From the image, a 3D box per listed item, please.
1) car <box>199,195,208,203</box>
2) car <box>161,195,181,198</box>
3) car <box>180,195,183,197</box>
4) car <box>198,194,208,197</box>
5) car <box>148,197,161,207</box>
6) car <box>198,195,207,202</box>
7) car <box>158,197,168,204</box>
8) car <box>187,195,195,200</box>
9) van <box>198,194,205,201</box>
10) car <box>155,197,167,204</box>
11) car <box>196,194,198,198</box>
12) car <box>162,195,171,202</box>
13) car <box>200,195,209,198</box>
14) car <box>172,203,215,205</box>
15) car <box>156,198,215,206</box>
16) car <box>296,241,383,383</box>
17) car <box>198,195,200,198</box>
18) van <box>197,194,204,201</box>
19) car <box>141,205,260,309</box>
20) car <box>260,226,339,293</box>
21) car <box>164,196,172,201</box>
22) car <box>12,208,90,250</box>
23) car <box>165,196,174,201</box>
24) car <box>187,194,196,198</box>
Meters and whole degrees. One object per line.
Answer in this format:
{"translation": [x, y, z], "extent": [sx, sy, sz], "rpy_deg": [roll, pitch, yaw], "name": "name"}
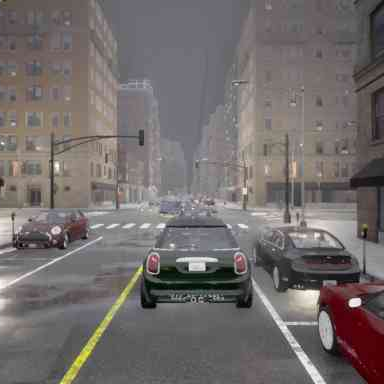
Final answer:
{"translation": [2.502, 1.539, 74.617], "extent": [1.967, 1.590, 4.097], "rpy_deg": [0, 0, 0], "name": "car"}
{"translation": [-3.085, 1.588, 50.206], "extent": [2.033, 1.411, 5.357], "rpy_deg": [0, 0, -1], "name": "car"}
{"translation": [-3.139, 1.660, 60.023], "extent": [1.895, 1.301, 4.718], "rpy_deg": [0, 0, 0], "name": "car"}
{"translation": [2.580, 1.594, 63.773], "extent": [1.752, 1.417, 4.829], "rpy_deg": [0, 0, 0], "name": "car"}
{"translation": [-5.865, 1.594, 52.531], "extent": [2.008, 1.369, 4.403], "rpy_deg": [0, 0, 0], "name": "car"}
{"translation": [2.463, 1.558, 80.123], "extent": [1.967, 1.590, 4.097], "rpy_deg": [0, 0, 0], "name": "car"}
{"translation": [-5.984, 1.664, 69.055], "extent": [1.802, 1.307, 4.206], "rpy_deg": [0, 0, 0], "name": "car"}
{"translation": [-0.280, 1.541, 90.067], "extent": [1.994, 1.385, 4.181], "rpy_deg": [0, 0, 0], "name": "car"}
{"translation": [2.424, 1.479, 85.632], "extent": [1.690, 1.788, 3.998], "rpy_deg": [0, 0, 0], "name": "van"}
{"translation": [-5.944, 1.612, 63.547], "extent": [1.887, 1.381, 4.507], "rpy_deg": [0, 0, 0], "name": "car"}
{"translation": [2.542, 1.398, 69.110], "extent": [2.192, 1.841, 5.009], "rpy_deg": [0, 0, 0], "name": "car"}
{"translation": [-6.062, 1.557, 80.071], "extent": [1.967, 1.590, 4.097], "rpy_deg": [0, 0, 0], "name": "car"}
{"translation": [2.660, 1.589, 52.589], "extent": [1.887, 1.381, 4.507], "rpy_deg": [0, 0, 0], "name": "car"}
{"translation": [0.133, 1.497, 15.361], "extent": [2.128, 1.511, 4.902], "rpy_deg": [0, 0, 0], "name": "car"}
{"translation": [-0.309, 1.535, 30.259], "extent": [5.357, 1.411, 2.033], "rpy_deg": [0, 0, 0], "name": "car"}
{"translation": [2.682, 1.545, 3.170], "extent": [1.887, 1.381, 4.507], "rpy_deg": [0, 0, 0], "name": "car"}
{"translation": [2.621, 1.621, 58.095], "extent": [1.947, 1.339, 4.313], "rpy_deg": [0, 0, 0], "name": "car"}
{"translation": [2.384, 1.502, 91.138], "extent": [1.690, 1.788, 3.998], "rpy_deg": [0, 0, 0], "name": "van"}
{"translation": [0.066, 1.354, 8.059], "extent": [2.097, 1.767, 4.553], "rpy_deg": [0, 0, -1], "name": "car"}
{"translation": [2.694, 1.553, 8.662], "extent": [2.008, 1.369, 4.403], "rpy_deg": [0, 0, 0], "name": "car"}
{"translation": [-6.102, 1.720, 85.579], "extent": [1.802, 1.307, 4.206], "rpy_deg": [0, 0, 0], "name": "car"}
{"translation": [-5.818, 1.445, 14.169], "extent": [1.967, 1.590, 4.097], "rpy_deg": [0, 0, 0], "name": "car"}
{"translation": [-6.142, 1.726, 91.087], "extent": [1.947, 1.339, 4.313], "rpy_deg": [0, 0, 0], "name": "car"}
{"translation": [-0.208, 1.705, 80.091], "extent": [1.895, 1.301, 4.718], "rpy_deg": [0, 0, 0], "name": "car"}
